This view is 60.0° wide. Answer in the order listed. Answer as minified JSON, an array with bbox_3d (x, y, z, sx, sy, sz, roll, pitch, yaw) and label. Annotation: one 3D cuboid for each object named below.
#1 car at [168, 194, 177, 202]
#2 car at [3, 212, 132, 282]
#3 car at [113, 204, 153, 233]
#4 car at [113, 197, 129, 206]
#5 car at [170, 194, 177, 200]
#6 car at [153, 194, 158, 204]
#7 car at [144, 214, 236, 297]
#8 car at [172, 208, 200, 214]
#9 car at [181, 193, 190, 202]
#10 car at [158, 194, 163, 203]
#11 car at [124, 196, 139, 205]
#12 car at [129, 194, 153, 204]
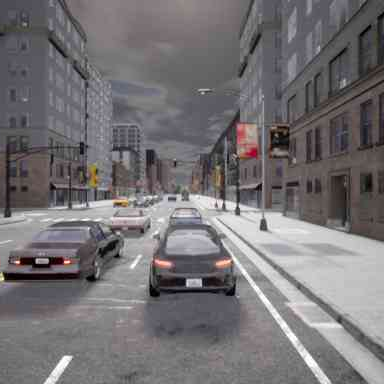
[{"bbox_3d":[-4.850,1.507,80.351,1.882,1.535,5.008,0,0,-1],"label":"car"},{"bbox_3d":[-3.314,1.550,9.740,2.033,1.411,5.357,0,0,-1],"label":"car"},{"bbox_3d":[-3.515,1.608,19.498,1.895,1.301,4.718,0,0,-1],"label":"car"},{"bbox_3d":[-10.862,1.503,51.560,1.882,1.535,5.008,0,0,-1],"label":"car"},{"bbox_3d":[-5.062,1.403,90.768,1.837,1.490,4.892,0,0,-1],"label":"car"},{"bbox_3d":[-7.751,1.520,59.440,2.128,1.511,4.902,0,0,-1],"label":"car"},{"bbox_3d":[-0.039,1.528,8.495,1.812,1.442,4.674,0,0,-2],"label":"car"},{"bbox_3d":[-0.335,1.554,18.082,2.033,1.411,5.357,0,0,-1],"label":"car"},{"bbox_3d":[-1.610,1.625,80.863,1.895,1.301,4.718,0,0,-1],"label":"car"},{"bbox_3d":[-7.885,1.557,69.691,2.128,1.511,4.902,0,0,-1],"label":"car"},{"bbox_3d":[-11.014,1.555,60.782,1.812,1.442,4.674,0,0,-1],"label":"car"},{"bbox_3d":[-7.579,1.516,50.087,2.128,1.511,4.902,0,0,-1],"label":"car"}]
